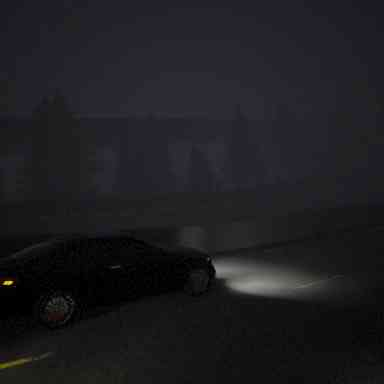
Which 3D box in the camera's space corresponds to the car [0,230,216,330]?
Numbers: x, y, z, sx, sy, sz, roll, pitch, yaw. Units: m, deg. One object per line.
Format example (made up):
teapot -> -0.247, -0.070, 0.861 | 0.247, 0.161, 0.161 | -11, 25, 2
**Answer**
car -> -1.649, 1.527, 6.869 | 4.674, 1.442, 1.812 | 0, 0, -36
